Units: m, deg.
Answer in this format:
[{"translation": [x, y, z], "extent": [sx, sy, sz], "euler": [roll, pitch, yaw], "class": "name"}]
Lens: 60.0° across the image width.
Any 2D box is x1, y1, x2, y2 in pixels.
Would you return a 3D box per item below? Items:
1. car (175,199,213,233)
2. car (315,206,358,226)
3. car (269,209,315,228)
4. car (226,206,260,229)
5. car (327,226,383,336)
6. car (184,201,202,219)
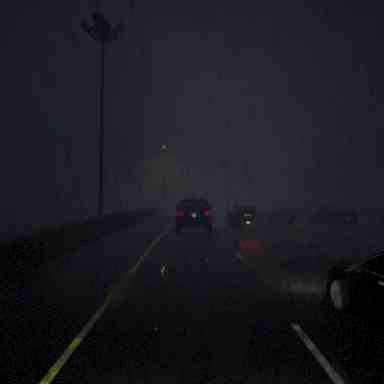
[{"translation": [0.104, 1.431, 21.066], "extent": [2.150, 2.045, 5.566], "euler": [0, -1, 0], "class": "car"}, {"translation": [10.606, 1.790, 25.177], "extent": [1.882, 1.535, 5.008], "euler": [0, -2, 0], "class": "car"}, {"translation": [7.105, 1.897, 24.586], "extent": [1.895, 1.301, 4.718], "euler": [0, -2, 0], "class": "car"}, {"translation": [3.605, 1.780, 23.763], "extent": [1.837, 1.490, 4.892], "euler": [0, -2, 0], "class": "car"}, {"translation": [3.601, 1.524, 4.717], "extent": [1.837, 1.490, 4.892], "euler": [0, 0, 0], "class": "car"}, {"translation": [0.113, 2.108, 40.700], "extent": [2.150, 2.045, 5.566], "euler": [0, -2, 0], "class": "car"}]
